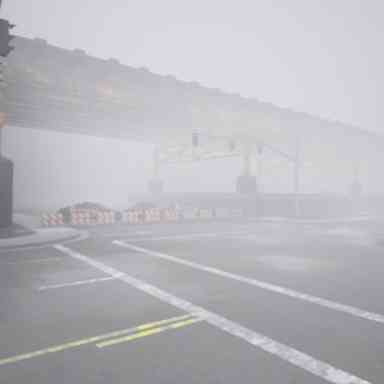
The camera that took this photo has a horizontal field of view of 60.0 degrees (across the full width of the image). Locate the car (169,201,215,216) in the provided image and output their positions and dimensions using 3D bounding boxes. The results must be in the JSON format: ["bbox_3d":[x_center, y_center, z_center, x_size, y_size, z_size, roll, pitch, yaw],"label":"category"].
[{"bbox_3d":[-0.275,1.536,32.853,4.536,1.218,1.853,1,0,-7],"label":"car"}]

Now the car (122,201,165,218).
[{"bbox_3d":[-4.118,1.468,29.150,1.853,1.218,4.536,0,0,18],"label":"car"}]

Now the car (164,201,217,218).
[{"bbox_3d":[-0.225,1.694,32.858,4.974,1.542,2.038,1,0,-7],"label":"car"}]

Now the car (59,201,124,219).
[{"bbox_3d":[-7.931,1.408,26.424,4.536,1.218,1.853,1,0,8],"label":"car"}]

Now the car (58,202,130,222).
[{"bbox_3d":[-7.881,1.566,26.416,4.974,1.542,2.038,1,0,8],"label":"car"}]

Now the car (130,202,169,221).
[{"bbox_3d":[-4.135,1.625,29.100,2.038,1.542,4.974,0,0,18],"label":"car"}]
